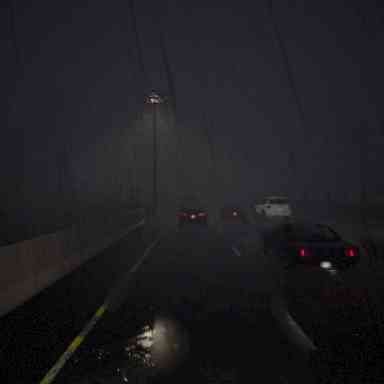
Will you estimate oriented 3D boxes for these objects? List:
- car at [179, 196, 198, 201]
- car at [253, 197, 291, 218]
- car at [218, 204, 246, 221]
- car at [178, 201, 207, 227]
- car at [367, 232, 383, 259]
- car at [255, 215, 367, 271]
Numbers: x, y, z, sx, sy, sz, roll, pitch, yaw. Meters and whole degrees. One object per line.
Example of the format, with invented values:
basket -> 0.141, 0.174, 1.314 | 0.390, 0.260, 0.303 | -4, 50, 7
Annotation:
car -> -0.396, 1.510, 41.064 | 2.150, 2.045, 5.566 | 0, 0, -1
car -> 6.926, 1.425, 29.124 | 2.150, 2.045, 5.566 | 0, 0, -2
car -> 3.433, 1.766, 29.003 | 1.994, 1.385, 4.181 | 0, 0, -1
car -> 0.037, 1.672, 24.195 | 2.163, 1.488, 4.792 | 0, 0, -1
car -> 7.100, 1.672, 10.139 | 1.895, 1.301, 4.718 | 0, 0, 0
car -> 3.601, 1.679, 11.149 | 1.895, 1.301, 4.718 | 0, 0, 0
